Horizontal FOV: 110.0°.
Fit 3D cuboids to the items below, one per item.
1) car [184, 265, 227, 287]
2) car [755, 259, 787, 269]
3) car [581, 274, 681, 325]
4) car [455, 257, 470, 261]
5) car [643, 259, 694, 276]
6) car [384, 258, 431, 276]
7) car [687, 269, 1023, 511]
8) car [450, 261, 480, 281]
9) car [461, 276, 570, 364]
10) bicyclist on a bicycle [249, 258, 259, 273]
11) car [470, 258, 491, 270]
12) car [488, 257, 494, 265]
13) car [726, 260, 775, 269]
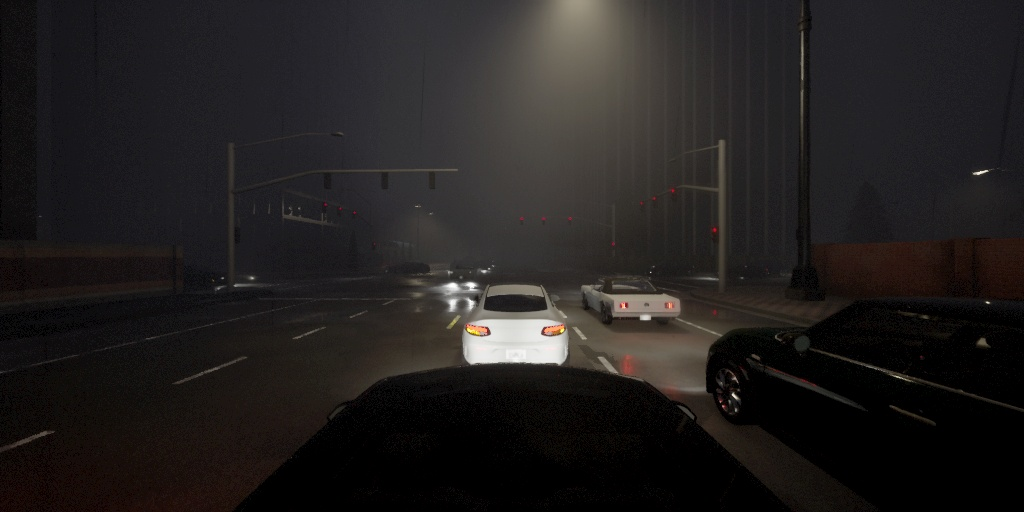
[{"bbox_3d":[-21.418,1.314,24.081,4.181,1.385,1.994,0,0,0],"label":"car"},{"bbox_3d":[24.230,1.102,35.218,4.553,1.767,2.097,0,0,0],"label":"car"},{"bbox_3d":[3.563,1.351,11.783,1.895,1.301,4.718,0,0,0],"label":"car"},{"bbox_3d":[-7.957,1.241,52.987,2.128,1.511,4.902,0,0,-1],"label":"car"},{"bbox_3d":[15.338,1.102,35.136,4.553,1.767,2.097,0,0,0],"label":"car"},{"bbox_3d":[-10.658,1.243,36.922,2.128,1.511,4.902,1,0,41],"label":"car"},{"bbox_3d":[3.599,1.102,2.881,2.097,1.767,4.553,0,0,0],"label":"car"},{"bbox_3d":[-3.963,1.351,29.758,1.895,1.301,4.718,0,0,-1],"label":"car"},{"bbox_3d":[0.059,1.276,7.566,1.812,1.442,4.674,0,0,0],"label":"car"},{"bbox_3d":[-28.409,1.051,39.501,0.582,1.620,1.656,0,0,-1],"label":"bicyclist on a bicycle"},{"bbox_3d":[-4.424,1.314,50.805,1.994,1.385,4.181,0,0,-1],"label":"car"},{"bbox_3d":[-4.569,1.276,61.124,1.812,1.442,4.674,0,1,-1],"label":"car"},{"bbox_3d":[20.189,1.314,31.681,4.181,1.385,1.994,0,0,-1],"label":"car"}]
